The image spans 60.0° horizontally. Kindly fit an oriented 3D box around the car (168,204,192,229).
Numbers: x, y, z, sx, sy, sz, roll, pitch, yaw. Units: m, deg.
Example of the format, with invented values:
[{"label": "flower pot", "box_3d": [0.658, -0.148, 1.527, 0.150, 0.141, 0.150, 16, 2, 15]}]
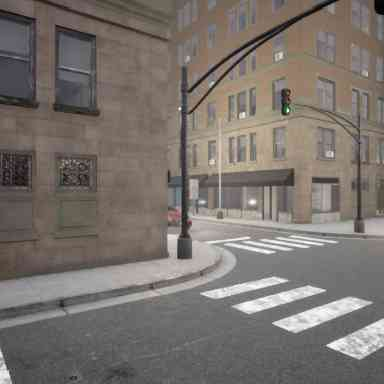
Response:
[{"label": "car", "box_3d": [-1.890, 1.427, 19.828, 1.812, 1.442, 4.674, 0, 0, -36]}]
